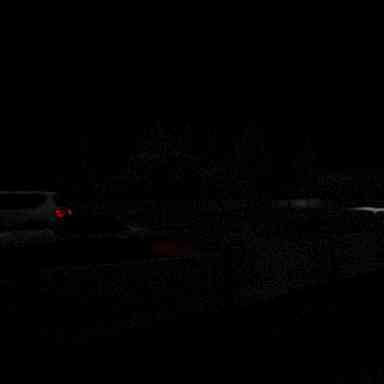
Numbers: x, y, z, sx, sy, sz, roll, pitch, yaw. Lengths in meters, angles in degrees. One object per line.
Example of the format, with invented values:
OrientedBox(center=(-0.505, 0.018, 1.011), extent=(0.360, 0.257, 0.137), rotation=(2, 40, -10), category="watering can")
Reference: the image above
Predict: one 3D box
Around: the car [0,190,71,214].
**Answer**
OrientedBox(center=(-7.381, 0.947, 11.654), extent=(5.566, 2.045, 2.150), rotation=(0, 1, -35), category="car")

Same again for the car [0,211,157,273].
OrientedBox(center=(-3.534, 1.404, 10.089), extent=(4.718, 1.301, 1.895), rotation=(0, 1, -35), category="car")

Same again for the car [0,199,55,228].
OrientedBox(center=(-10.027, 1.159, 18.355), extent=(4.181, 1.385, 1.994), rotation=(0, 1, -35), category="car")

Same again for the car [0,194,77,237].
OrientedBox(center=(-8.010, 1.016, 15.491), extent=(4.553, 1.767, 2.097), rotation=(0, 1, -35), category="car")

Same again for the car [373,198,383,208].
OrientedBox(center=(25.649, 1.465, 43.390), extent=(4.718, 1.301, 1.895), rotation=(1, 1, -35), category="car")
